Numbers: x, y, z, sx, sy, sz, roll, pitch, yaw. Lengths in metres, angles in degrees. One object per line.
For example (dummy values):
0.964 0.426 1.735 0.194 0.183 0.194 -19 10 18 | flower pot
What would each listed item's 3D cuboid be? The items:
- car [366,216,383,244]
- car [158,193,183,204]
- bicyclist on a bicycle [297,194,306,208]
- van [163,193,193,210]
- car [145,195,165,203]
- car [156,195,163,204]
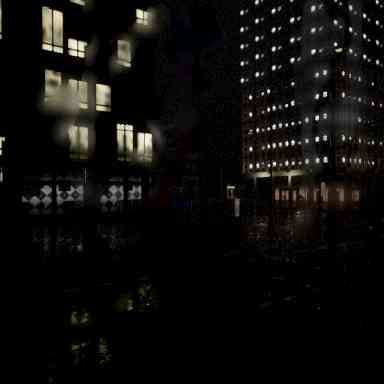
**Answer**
9.566 1.470 14.538 5.008 1.535 1.882 0 0 -36 | car
-3.883 1.033 58.707 2.192 1.841 5.009 0 0 -34 | car
12.917 1.116 39.213 1.656 1.620 0.582 -1 1 -34 | bicyclist on a bicycle
-1.474 1.209 40.252 1.690 1.788 3.998 0 0 -34 | van
-6.996 1.236 63.289 1.887 1.381 4.507 0 0 -34 | car
-5.710 1.221 56.784 1.882 1.535 5.008 -1 0 -34 | car
